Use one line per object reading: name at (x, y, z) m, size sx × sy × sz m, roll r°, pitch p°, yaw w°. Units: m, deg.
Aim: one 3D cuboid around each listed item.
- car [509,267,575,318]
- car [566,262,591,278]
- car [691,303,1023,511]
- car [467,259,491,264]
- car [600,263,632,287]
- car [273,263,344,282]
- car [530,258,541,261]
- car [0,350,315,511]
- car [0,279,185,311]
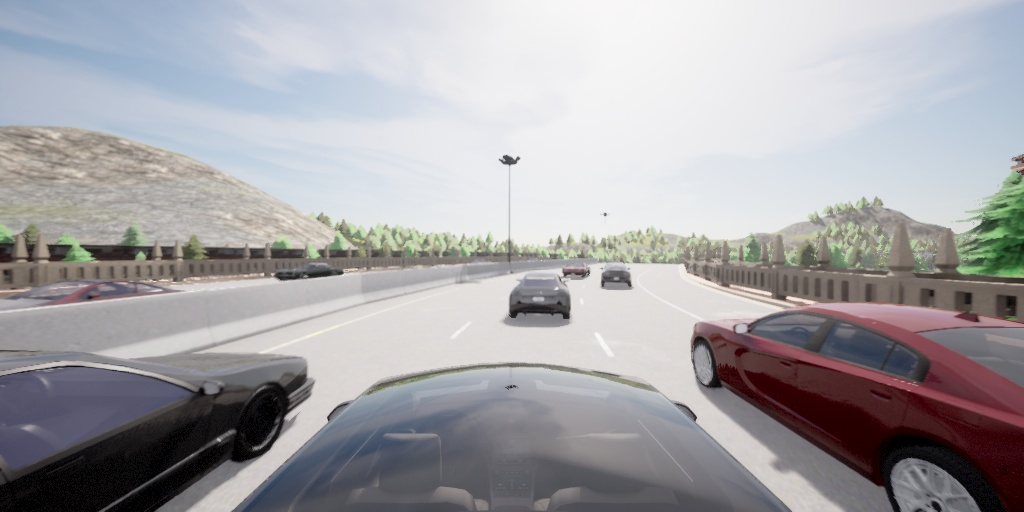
car at (1.068, 1.259, 12.799) m, size 1.994 × 1.385 × 4.181 m, roll 0°, pitch 0°, yaw 7°
car at (5.856, 1.210, 32.028) m, size 1.895 × 1.301 × 4.718 m, roll 0°, pitch 0°, yaw 20°
car at (3.760, 1.228, 3.770) m, size 1.882 × 1.535 × 5.008 m, roll 0°, pitch 0°, yaw 2°
car at (-4.065, 1.077, 45.070) m, size 1.994 × 1.385 × 4.181 m, roll 0°, pitch 0°, yaw 24°
car at (6.889, 1.181, 23.784) m, size 1.812 × 1.442 × 4.674 m, roll 0°, pitch 0°, yaw 15°
car at (-14.472, 1.183, 25.739) m, size 1.895 × 1.301 × 4.718 m, roll 0°, pitch 0°, yaw 14°
car at (3.279, 1.062, 52.770) m, size 2.033 × 1.411 × 5.357 m, roll 0°, pitch 0°, yaw 24°
car at (-3.386, 1.286, 1.918) m, size 2.033 × 1.411 × 5.357 m, roll 0°, pitch 0°, yaw 1°
car at (-10.139, 1.248, 8.466) m, size 1.994 × 1.385 × 4.181 m, roll 0°, pitch 0°, yaw 5°
